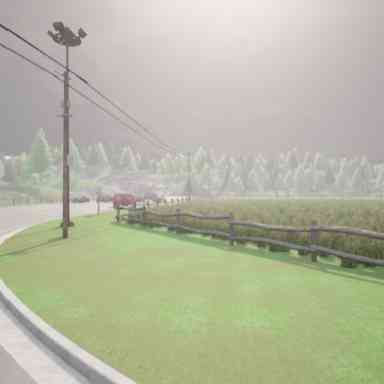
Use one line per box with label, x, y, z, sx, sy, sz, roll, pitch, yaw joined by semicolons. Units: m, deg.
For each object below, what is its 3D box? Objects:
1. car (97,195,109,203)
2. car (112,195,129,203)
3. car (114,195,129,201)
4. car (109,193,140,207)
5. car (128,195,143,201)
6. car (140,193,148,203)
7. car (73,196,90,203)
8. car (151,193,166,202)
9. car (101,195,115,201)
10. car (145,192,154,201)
car;-18.028;1.306;69.128;2.097;1.767;4.553;0;0;8
car;-14.624;1.451;68.183;1.837;1.490;4.892;0;0;8
car;-16.700;1.350;78.978;1.994;1.385;4.181;0;0;8
car;-9.956;1.200;49.667;2.150;2.045;5.566;0;0;8
car;-13.231;1.339;78.510;2.033;1.411;5.357;0;0;8
car;-11.155;1.449;67.716;1.882;1.535;5.008;0;0;8
car;-21.896;1.493;65.888;1.812;1.442;4.674;0;0;8
car;-6.941;1.496;72.757;1.812;1.442;4.674;0;0;8
car;-20.113;1.516;79.856;1.994;1.385;4.181;0;0;8
car;-9.759;1.026;78.072;2.150;2.045;5.566;0;0;8
